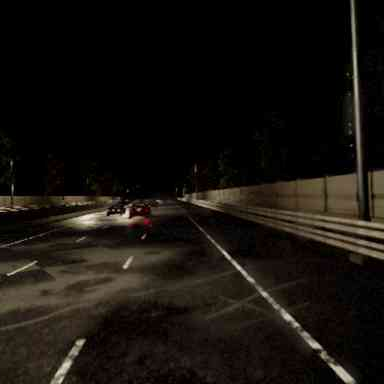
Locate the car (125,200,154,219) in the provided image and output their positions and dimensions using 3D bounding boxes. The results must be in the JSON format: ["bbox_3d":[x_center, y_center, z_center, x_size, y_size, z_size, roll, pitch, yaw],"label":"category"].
[{"bbox_3d":[-5.568,1.883,35.884,2.097,1.767,4.553,-2,0,-4],"label":"car"}]

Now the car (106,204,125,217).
[{"bbox_3d":[-9.481,2.284,41.896,2.033,1.411,5.357,-2,-1,-4],"label":"car"}]

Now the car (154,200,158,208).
[{"bbox_3d":[-7.524,2.357,64.183,1.882,1.535,5.008,-2,-1,-4],"label":"car"}]
